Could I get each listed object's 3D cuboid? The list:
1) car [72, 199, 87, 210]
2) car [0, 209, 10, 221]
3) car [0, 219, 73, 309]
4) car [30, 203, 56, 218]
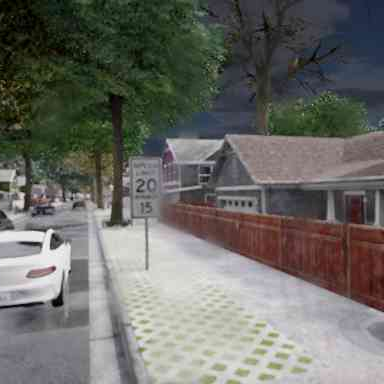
[{"bbox_3d":[-17.058,1.830,50.342,1.837,1.490,4.892,-1,0,-17],"label":"car"},{"bbox_3d":[-8.487,1.467,13.023,2.097,1.767,4.553,-1,0,-17],"label":"car"},{"bbox_3d":[-3.800,1.557,7.583,1.812,1.442,4.674,-1,0,-17],"label":"car"},{"bbox_3d":[-14.721,1.790,33.101,1.994,1.385,4.181,-1,0,-17],"label":"car"}]
